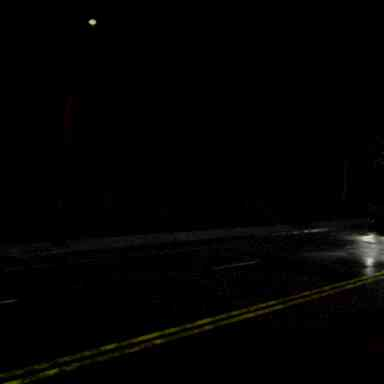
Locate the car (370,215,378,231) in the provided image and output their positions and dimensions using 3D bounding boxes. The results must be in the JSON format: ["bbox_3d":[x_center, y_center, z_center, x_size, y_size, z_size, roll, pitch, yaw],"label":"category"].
[{"bbox_3d":[13.277,1.677,21.155,5.008,1.535,1.882,1,0,-36],"label":"car"}]

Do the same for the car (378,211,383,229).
[{"bbox_3d":[7.428,1.327,8.745,5.566,2.045,2.150,1,0,-36],"label":"car"}]
